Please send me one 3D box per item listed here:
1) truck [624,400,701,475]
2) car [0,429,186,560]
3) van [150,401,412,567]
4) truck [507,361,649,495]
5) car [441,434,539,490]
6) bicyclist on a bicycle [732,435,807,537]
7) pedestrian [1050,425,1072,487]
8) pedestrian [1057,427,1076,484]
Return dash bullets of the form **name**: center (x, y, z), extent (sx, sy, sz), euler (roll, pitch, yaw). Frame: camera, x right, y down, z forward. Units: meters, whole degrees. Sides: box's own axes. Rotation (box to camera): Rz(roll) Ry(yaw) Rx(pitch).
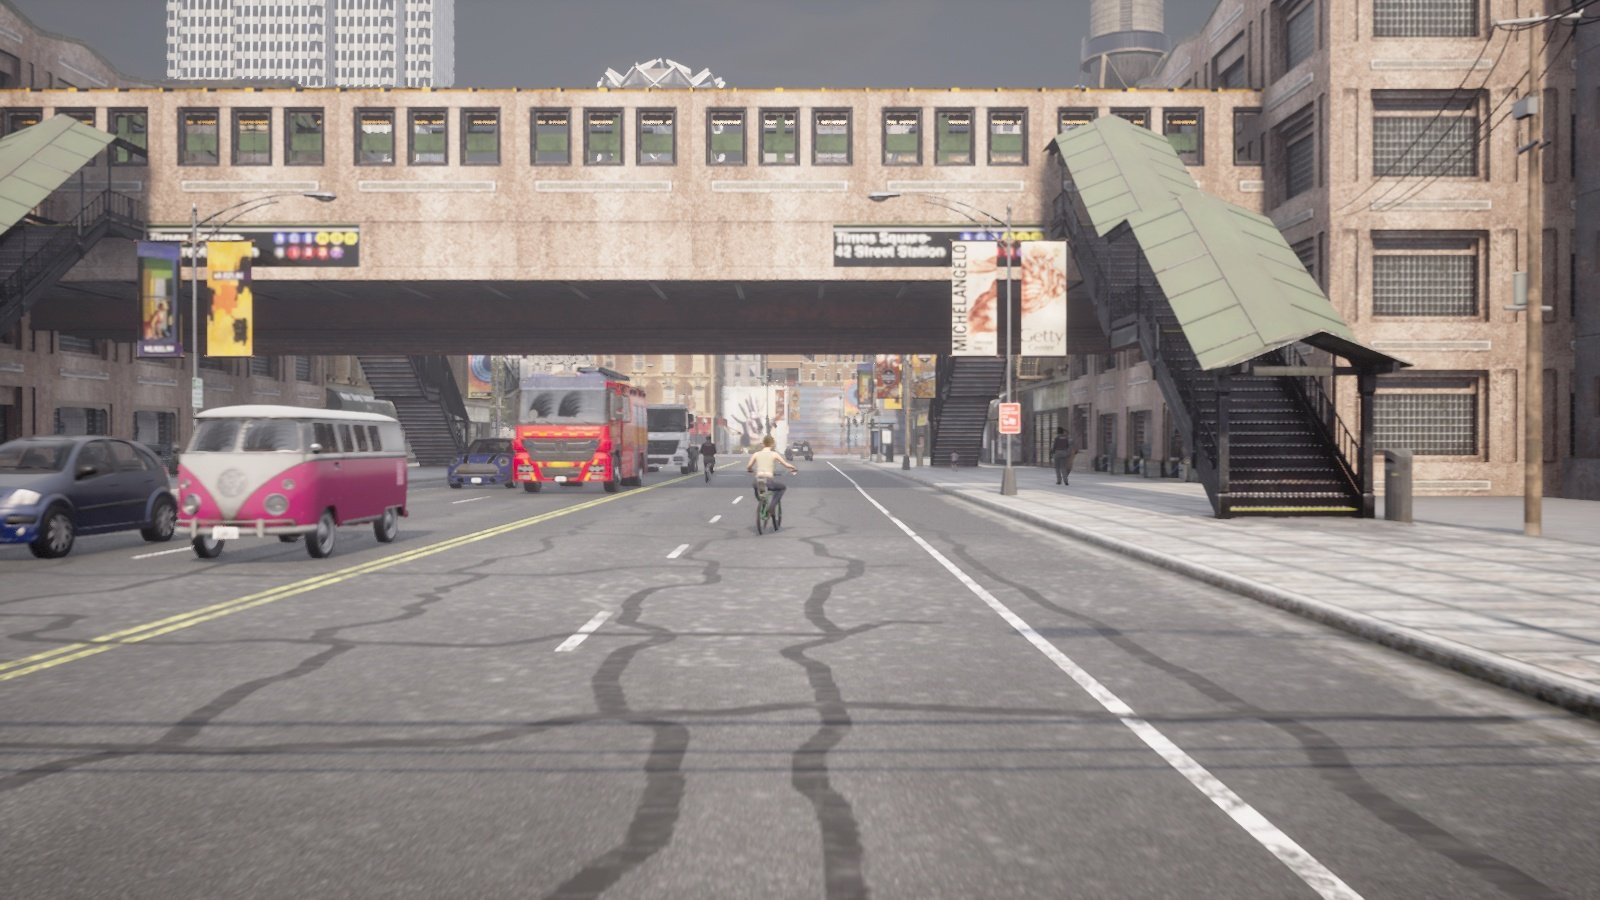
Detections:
- **truck**: center (-6.663, -0.590, 62.028), extent (2.891, 3.462, 7.936), euler (0, 0, 0)
- **car**: center (-10.430, 0.539, 17.423), extent (1.851, 1.617, 3.988), euler (0, 0, 0)
- **van**: center (-6.930, 0.396, 17.335), extent (1.775, 1.987, 4.442), euler (0, 0, 0)
- **truck**: center (-6.821, -0.648, 39.908), extent (2.891, 3.827, 8.468), euler (0, 0, 1)
- **car**: center (-10.293, 0.360, 42.093), extent (2.097, 1.767, 4.553), euler (0, 0, 1)
- **bicyclist on a bicycle**: center (-0.483, 0.566, 20.684), extent (0.866, 1.612, 1.509), euler (0, 0, 13)
- **pedestrian**: center (8.139, 0.189, 39.121), extent (0.402, 1.930, 0.666), euler (0, 0, -16)
- **pedestrian**: center (8.821, 0.176, 41.542), extent (0.540, 1.848, 0.694), euler (0, 0, 6)
